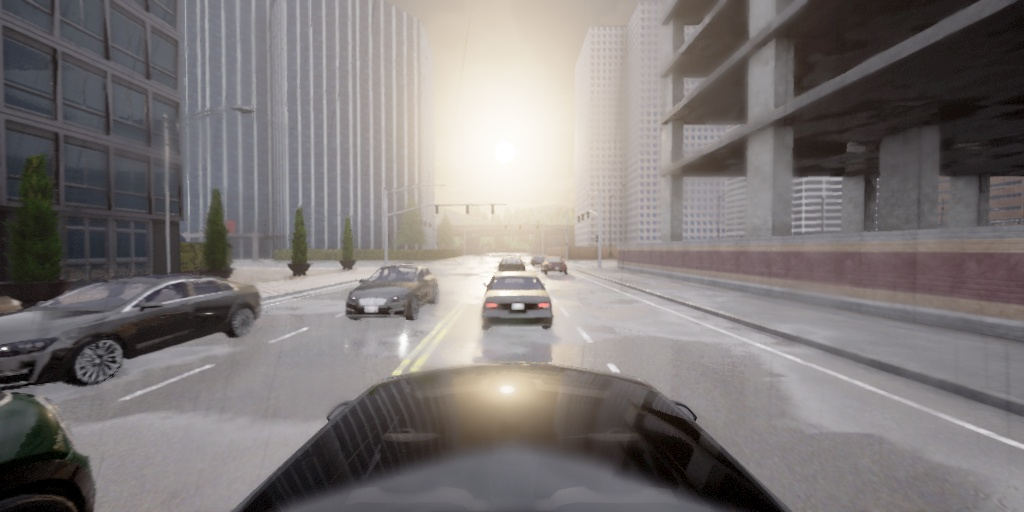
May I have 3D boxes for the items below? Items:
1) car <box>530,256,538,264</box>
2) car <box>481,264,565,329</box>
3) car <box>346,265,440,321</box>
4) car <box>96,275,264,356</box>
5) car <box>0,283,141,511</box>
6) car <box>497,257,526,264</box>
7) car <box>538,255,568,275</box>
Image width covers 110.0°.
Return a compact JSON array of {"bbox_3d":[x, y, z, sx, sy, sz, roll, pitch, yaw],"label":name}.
[{"bbox_3d":[3.409,0.499,45.641,1.994,1.385,4.181,0,1,0],"label":"car"},{"bbox_3d":[0.080,1.133,10.558,2.033,1.411,5.357,0,1,-1],"label":"car"},{"bbox_3d":[-3.626,1.058,11.675,2.128,1.511,4.902,0,1,0],"label":"car"},{"bbox_3d":[-7.072,1.149,6.845,2.128,1.511,4.902,0,1,0],"label":"car"},{"bbox_3d":[-3.591,1.130,0.163,2.097,1.767,4.553,0,1,0],"label":"car"},{"bbox_3d":[-0.018,0.791,25.286,1.882,1.535,5.008,0,1,0],"label":"car"},{"bbox_3d":[3.472,0.753,29.917,1.812,1.442,4.674,0,1,0],"label":"car"}]
